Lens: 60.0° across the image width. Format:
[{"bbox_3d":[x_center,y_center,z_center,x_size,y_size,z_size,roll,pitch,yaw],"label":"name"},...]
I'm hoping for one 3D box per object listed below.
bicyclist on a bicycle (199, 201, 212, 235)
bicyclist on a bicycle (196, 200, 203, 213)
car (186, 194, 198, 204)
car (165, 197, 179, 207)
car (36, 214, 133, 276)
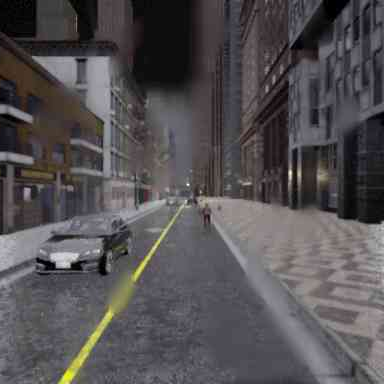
[{"bbox_3d":[0.821,1.450,18.017,0.582,1.620,1.656,0,0,0],"label":"bicyclist on a bicycle"},{"bbox_3d":[0.800,1.434,27.913,0.866,1.612,1.509,0,0,0],"label":"bicyclist on a bicycle"},{"bbox_3d":[0.060,1.521,62.649,1.837,1.490,4.892,0,-1,0],"label":"car"},{"bbox_3d":[-3.079,1.497,51.611,2.128,1.511,4.902,0,0,0],"label":"car"},{"bbox_3d":[-3.102,1.488,10.448,2.128,1.511,4.902,0,0,0],"label":"car"}]
